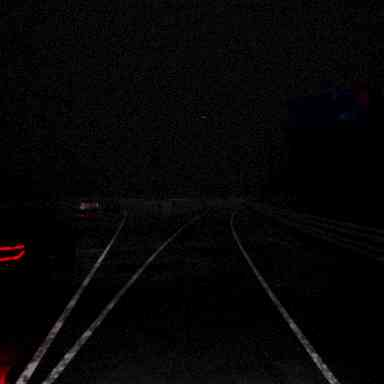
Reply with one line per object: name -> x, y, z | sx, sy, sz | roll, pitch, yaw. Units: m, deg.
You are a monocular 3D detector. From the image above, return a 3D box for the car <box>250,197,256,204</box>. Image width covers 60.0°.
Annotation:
car -> 14.159, 2.004, 80.971 | 1.882, 1.535, 5.008 | 0, 0, 26

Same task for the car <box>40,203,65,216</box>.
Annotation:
car -> -16.830, 2.114, 40.363 | 1.812, 1.442, 4.674 | 0, -1, -11

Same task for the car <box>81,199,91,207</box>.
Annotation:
car -> -25.290, 2.655, 79.542 | 2.097, 1.767, 4.553 | 0, -1, -13

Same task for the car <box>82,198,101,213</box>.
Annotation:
car -> -14.793, 1.938, 48.293 | 2.150, 2.045, 5.566 | 0, -1, -11

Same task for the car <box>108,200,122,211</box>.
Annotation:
car -> -12.743, 2.179, 55.286 | 2.097, 1.767, 4.553 | 0, -1, -12

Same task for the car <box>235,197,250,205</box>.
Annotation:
car -> 10.509, 2.122, 71.471 | 1.812, 1.442, 4.674 | 0, 0, 20

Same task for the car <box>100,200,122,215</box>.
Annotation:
car -> -10.439, 1.981, 43.665 | 2.097, 1.767, 4.553 | 0, -1, -11

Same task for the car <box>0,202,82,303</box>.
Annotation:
car -> -4.493, 1.322, 8.458 | 2.150, 2.045, 5.566 | 0, -1, -9

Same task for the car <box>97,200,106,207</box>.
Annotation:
car -> -22.095, 2.821, 81.212 | 1.837, 1.490, 4.892 | 0, -1, -14
